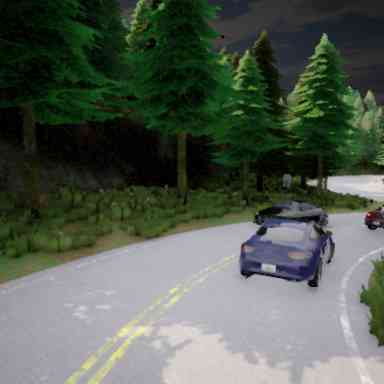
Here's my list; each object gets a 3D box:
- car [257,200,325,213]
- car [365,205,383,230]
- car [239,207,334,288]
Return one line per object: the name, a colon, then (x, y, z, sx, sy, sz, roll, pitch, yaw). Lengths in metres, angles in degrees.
car: (5.085, 1.113, 16.890, 4.181, 1.385, 1.994, -1, 5, -37)
car: (10.746, 1.276, 16.864, 4.674, 1.442, 1.812, -1, 6, -29)
car: (2.719, 1.419, 9.111, 1.812, 1.442, 4.674, 3, 2, 28)
